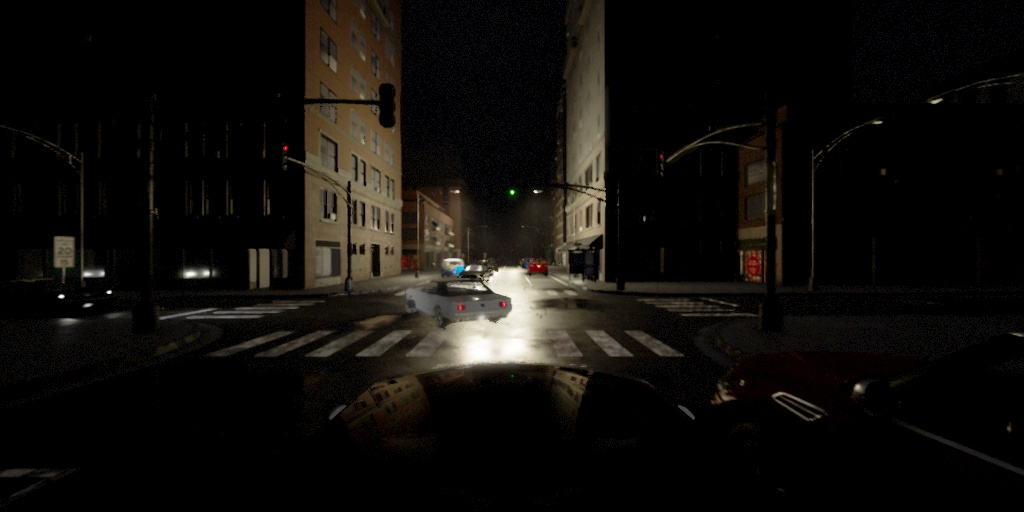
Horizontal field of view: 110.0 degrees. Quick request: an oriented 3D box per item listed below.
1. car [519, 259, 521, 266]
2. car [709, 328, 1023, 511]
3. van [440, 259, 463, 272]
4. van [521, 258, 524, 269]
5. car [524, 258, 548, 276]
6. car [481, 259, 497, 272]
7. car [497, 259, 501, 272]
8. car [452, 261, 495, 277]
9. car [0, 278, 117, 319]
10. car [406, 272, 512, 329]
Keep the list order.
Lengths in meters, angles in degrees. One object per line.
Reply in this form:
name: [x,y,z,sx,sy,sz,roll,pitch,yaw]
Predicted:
car: [2.683,1.218,59.871,2.192,1.841,5.009,0,0,0]
car: [2.638,1.063,0.874,2.192,1.841,5.009,0,0,0]
van: [-5.409,1.174,32.838,1.690,1.789,3.998,0,0,0]
van: [2.688,1.230,54.464,1.690,1.789,3.998,0,0,0]
car: [2.704,1.162,38.245,2.192,1.841,5.009,0,0,0]
car: [-2.837,1.350,37.606,1.837,1.490,4.892,0,0,0]
car: [-2.807,1.436,47.669,1.994,1.385,4.181,0,0,0]
car: [-2.821,1.367,27.773,2.033,1.411,5.357,0,0,4]
car: [-17.266,1.449,12.752,4.718,1.301,1.895,0,0,0]
car: [-1.957,1.380,11.578,1.895,1.301,4.718,0,0,-31]
